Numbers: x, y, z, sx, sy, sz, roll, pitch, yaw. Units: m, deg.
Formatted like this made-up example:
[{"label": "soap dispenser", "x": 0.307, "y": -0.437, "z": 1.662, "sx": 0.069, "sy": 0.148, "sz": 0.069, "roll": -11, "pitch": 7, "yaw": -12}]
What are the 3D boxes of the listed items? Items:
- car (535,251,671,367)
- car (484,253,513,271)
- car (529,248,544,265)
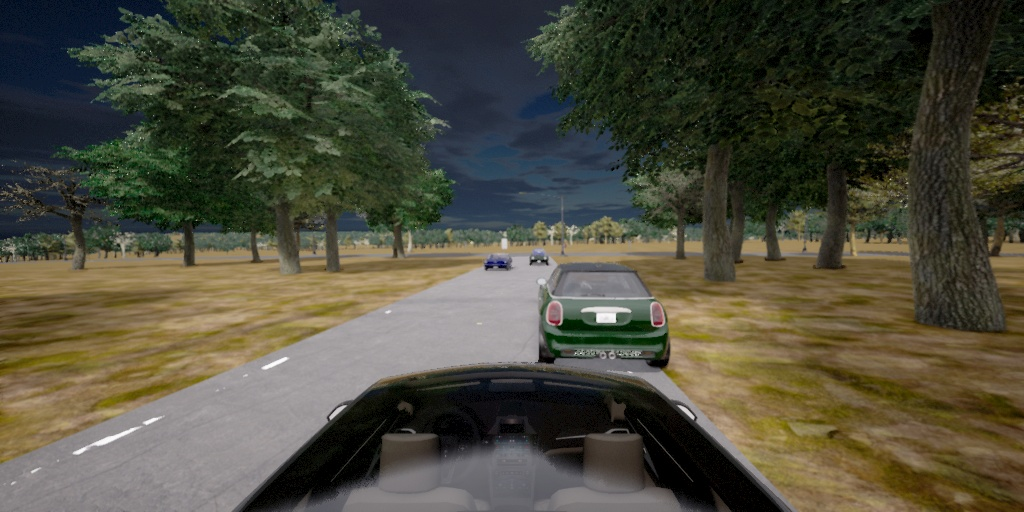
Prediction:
[{"label": "car", "x": 1.600, "y": 0.891, "z": 7.611, "sx": 2.097, "sy": 1.767, "sz": 4.553, "roll": 0, "pitch": 2, "yaw": 4}, {"label": "car", "x": -1.034, "y": 0.447, "z": 28.142, "sx": 1.895, "sy": 1.301, "sz": 4.718, "roll": 0, "pitch": 2, "yaw": 4}, {"label": "car", "x": 2.766, "y": 0.174, "z": 36.606, "sx": 1.895, "sy": 1.301, "sz": 4.718, "roll": 0, "pitch": 2, "yaw": 5}]
